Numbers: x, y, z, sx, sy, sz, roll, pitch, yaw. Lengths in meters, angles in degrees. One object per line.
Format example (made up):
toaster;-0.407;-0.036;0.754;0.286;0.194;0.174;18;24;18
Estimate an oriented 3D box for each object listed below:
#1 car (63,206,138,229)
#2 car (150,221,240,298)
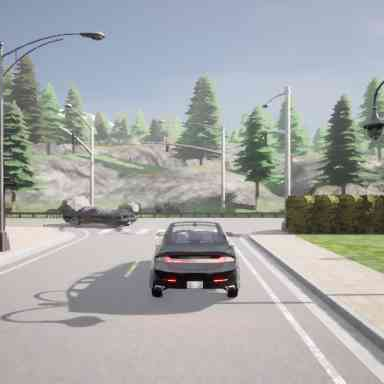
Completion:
car;-5.948;1.610;21.718;4.718;1.301;1.895;0;0;22
car;0.073;1.491;8.534;2.128;1.511;4.902;0;0;0
